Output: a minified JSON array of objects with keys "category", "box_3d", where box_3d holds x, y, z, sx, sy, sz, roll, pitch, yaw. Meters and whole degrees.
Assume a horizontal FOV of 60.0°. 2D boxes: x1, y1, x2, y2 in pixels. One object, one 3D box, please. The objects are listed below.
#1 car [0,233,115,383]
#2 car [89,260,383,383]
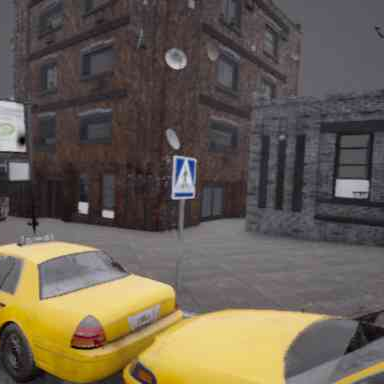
[{"category":"car","box_3d":[-2.668,1.457,5.389,5.366,1.575,1.946,0,0,35]},{"category":"car","box_3d":[1.865,1.469,2.231,5.366,1.575,1.946,0,0,35]}]
